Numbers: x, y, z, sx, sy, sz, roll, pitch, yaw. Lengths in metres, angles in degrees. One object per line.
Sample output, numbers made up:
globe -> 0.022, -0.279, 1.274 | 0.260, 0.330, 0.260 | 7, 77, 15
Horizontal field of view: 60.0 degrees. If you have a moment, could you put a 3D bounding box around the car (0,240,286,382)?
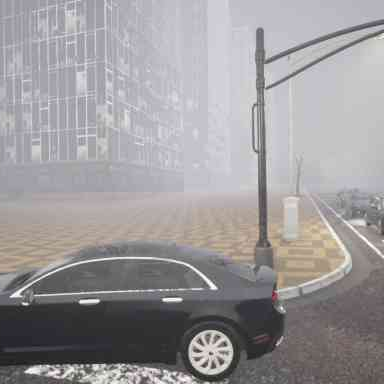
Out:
car -> -1.173, 1.505, 4.800 | 4.892, 1.490, 1.837 | 0, 0, 0

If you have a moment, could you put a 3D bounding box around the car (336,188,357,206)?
car -> 12.799, 0.453, 26.897 | 2.128, 1.511, 4.902 | -1, 2, 18

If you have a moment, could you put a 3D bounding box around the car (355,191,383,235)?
car -> 8.846, 0.928, 14.510 | 2.128, 1.511, 4.902 | -1, 2, 18

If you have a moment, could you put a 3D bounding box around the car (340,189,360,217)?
car -> 10.849, 0.759, 20.819 | 1.994, 1.385, 4.181 | -1, 2, 17
